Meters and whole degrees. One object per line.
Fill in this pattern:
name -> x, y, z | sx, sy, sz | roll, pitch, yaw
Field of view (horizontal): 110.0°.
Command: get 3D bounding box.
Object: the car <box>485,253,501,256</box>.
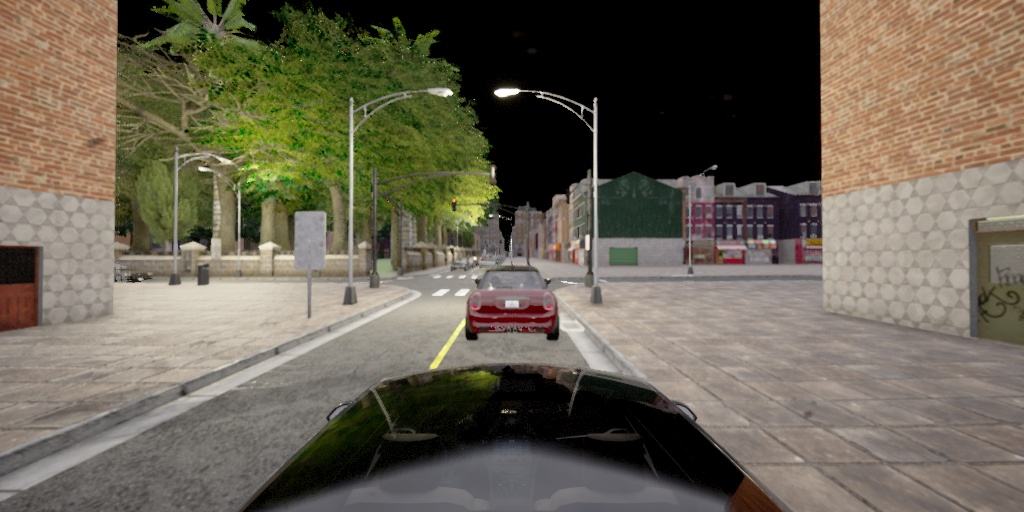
car -> -3.137, 0.627, 59.921 | 1.837, 1.490, 4.892 | 0, 1, 0

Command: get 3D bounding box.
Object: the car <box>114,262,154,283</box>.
car -> -25.466, 1.034, 22.021 | 5.357, 1.411, 2.033 | 0, -1, 0

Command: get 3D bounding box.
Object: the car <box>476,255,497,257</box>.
car -> -3.028, 0.879, 44.147 | 1.895, 1.301, 4.718 | 0, 1, 0

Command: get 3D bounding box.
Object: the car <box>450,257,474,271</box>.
car -> -5.554, 0.886, 38.516 | 2.007, 1.370, 4.403 | 0, 0, 0

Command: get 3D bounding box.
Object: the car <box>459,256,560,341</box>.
car -> 0.022, 1.008, 9.732 | 2.097, 1.767, 4.553 | 0, 1, 1

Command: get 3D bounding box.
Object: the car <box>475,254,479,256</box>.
car -> -5.589, 0.812, 45.651 | 2.007, 1.370, 4.403 | 0, 0, 0
